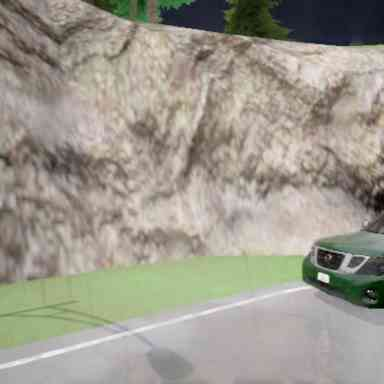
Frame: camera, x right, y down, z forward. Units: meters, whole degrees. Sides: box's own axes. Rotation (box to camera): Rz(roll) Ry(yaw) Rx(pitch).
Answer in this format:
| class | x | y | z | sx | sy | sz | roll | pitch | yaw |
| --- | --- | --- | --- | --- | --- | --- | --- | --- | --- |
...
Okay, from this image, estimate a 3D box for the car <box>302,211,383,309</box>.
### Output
| class | x | y | z | sx | sy | sz | roll | pitch | yaw |
| --- | --- | --- | --- | --- | --- | --- | --- | --- | --- |
| car | 5.111 | 1.223 | 6.887 | 5.566 | 2.045 | 2.150 | 0 | 0 | -15 |
